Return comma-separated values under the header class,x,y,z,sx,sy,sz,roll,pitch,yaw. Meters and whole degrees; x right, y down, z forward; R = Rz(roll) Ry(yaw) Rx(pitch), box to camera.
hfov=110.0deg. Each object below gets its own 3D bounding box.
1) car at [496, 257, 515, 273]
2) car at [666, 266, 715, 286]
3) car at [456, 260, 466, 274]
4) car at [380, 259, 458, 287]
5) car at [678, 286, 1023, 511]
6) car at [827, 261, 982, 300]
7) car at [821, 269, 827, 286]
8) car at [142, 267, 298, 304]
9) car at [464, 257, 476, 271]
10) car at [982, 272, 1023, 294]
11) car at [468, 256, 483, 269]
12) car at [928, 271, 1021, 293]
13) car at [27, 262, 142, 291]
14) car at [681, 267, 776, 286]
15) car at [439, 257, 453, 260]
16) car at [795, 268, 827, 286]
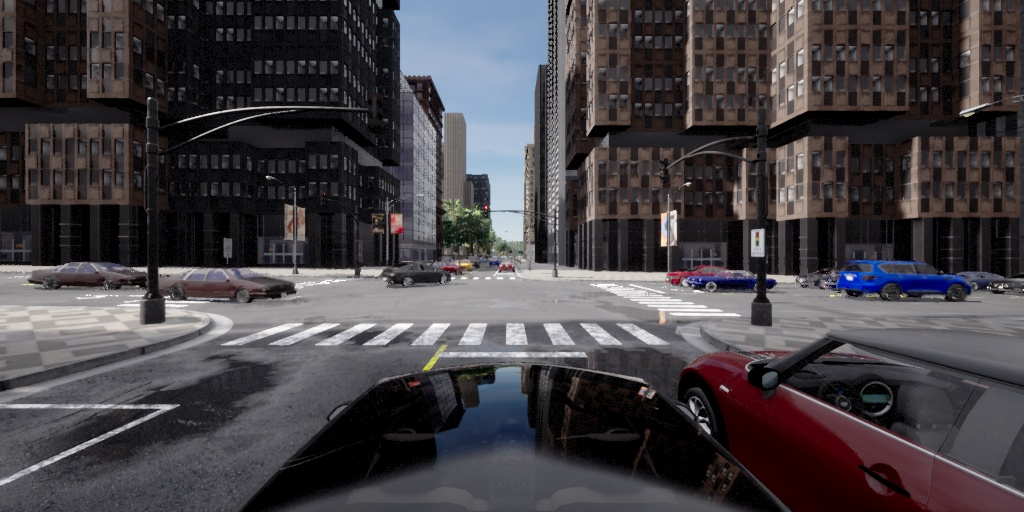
class,x,y,z,sx,sy,sz,roll,pitch,yaw
car,-0.606,1.195,43.712,1.967,1.591,4.097,0,0,0
car,13.644,1.442,25.669,5.008,1.535,1.882,1,0,0
car,-6.462,1.345,38.486,1.895,1.301,4.718,0,0,1
car,-6.263,1.187,23.753,1.837,1.490,4.892,4,2,39
car,2.764,1.190,2.321,1.967,1.591,4.097,0,0,0
car,20.555,1.296,18.990,5.566,2.045,2.150,1,0,0
car,22.692,1.700,22.466,4.718,1.301,1.895,1,0,0
car,-12.024,1.159,15.102,5.357,1.411,2.033,1,0,7
car,-6.497,1.244,48.881,1.882,1.535,5.008,0,0,0
car,33.100,1.755,22.519,4.892,1.490,1.837,1,0,0
car,-6.557,1.010,59.219,2.150,2.045,5.566,0,0,0
car,33.112,1.811,25.775,4.181,1.385,1.994,1,0,-1
car,-21.671,1.019,18.758,5.357,1.411,2.033,1,0,0
car,13.526,1.567,22.412,4.718,1.301,1.895,1,0,0
car,-9.166,1.081,49.085,2.192,1.841,5.009,0,0,0
car,23.135,1.606,25.717,4.892,1.490,1.837,1,0,0
